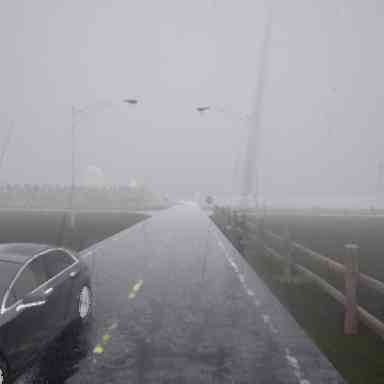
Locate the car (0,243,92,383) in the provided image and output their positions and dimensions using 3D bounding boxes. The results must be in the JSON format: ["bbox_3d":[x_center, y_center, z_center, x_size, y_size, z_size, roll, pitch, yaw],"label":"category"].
[{"bbox_3d":[-2.849,1.578,4.645,1.837,1.490,4.892,0,-1,0],"label":"car"}]

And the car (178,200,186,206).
[{"bbox_3d":[-2.741,2.853,86.424,1.812,1.442,4.674,0,-1,0],"label":"car"}]
